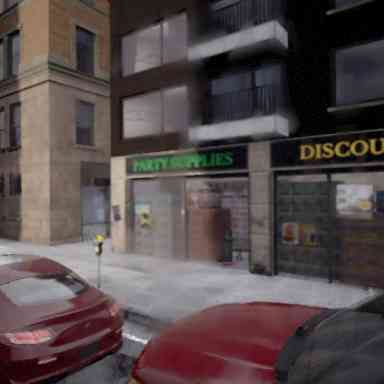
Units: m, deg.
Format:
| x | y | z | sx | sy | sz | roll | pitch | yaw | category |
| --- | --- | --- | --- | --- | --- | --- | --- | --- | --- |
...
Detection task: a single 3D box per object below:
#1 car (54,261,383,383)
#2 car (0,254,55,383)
| x | y | z | sx | sy | sz | roll | pitch | yaw | category |
| --- | --- | --- | --- | --- | --- | --- | --- | --- | --- |
| 1.809 | 1.314 | 1.569 | 5.009 | 1.841 | 2.192 | 0 | -1 | 35 | car |
| -2.811 | 1.588 | 4.860 | 4.206 | 1.307 | 1.802 | 0 | -1 | 35 | car |
